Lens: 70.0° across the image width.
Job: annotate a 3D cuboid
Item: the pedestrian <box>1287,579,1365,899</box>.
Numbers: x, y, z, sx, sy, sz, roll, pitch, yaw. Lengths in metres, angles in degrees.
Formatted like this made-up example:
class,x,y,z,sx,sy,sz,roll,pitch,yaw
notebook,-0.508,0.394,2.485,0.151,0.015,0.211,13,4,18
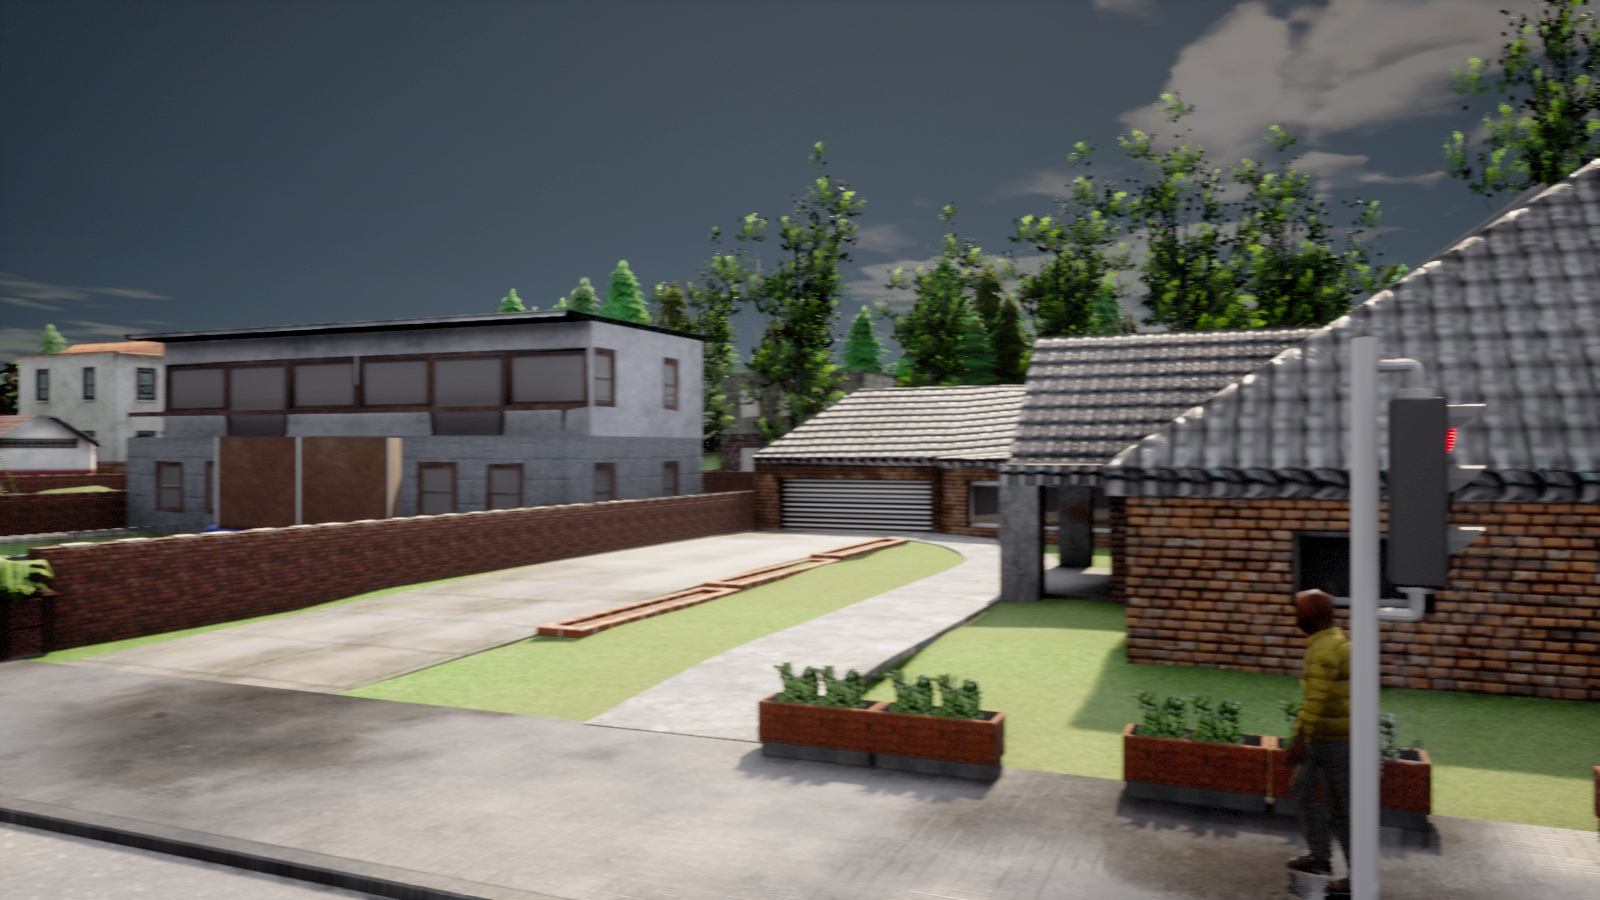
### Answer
class,x,y,z,sx,sy,sz,roll,pitch,yaw
pedestrian,3.186,1.739,6.919,0.375,1.860,0.375,0,0,34
